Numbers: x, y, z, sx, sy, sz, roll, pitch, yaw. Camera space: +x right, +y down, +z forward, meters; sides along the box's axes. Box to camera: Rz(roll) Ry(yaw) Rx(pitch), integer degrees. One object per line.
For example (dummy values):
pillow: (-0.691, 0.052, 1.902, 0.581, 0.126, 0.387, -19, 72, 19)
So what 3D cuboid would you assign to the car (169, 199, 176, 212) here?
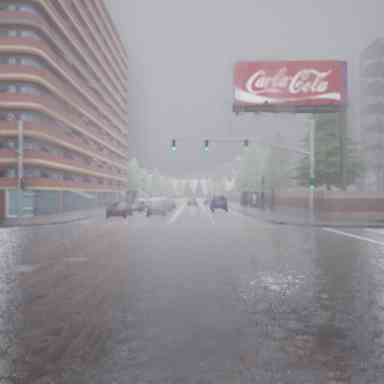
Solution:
car: (-3.569, 1.888, 43.311, 1.994, 1.385, 4.181, 0, 0, 1)

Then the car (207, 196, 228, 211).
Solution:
car: (3.610, 1.563, 45.788, 2.150, 2.045, 5.566, 0, 0, 0)

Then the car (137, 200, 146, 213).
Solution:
car: (-7.077, 1.808, 42.366, 2.128, 1.511, 4.902, 0, 0, 0)

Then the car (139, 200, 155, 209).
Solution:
car: (-7.059, 1.993, 52.528, 1.895, 1.301, 4.718, 0, 0, 0)

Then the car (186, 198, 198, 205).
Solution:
car: (0.017, 2.069, 72.866, 2.128, 1.511, 4.902, 0, 0, -6)

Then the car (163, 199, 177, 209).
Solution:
car: (-3.557, 1.877, 53.464, 1.882, 1.535, 5.008, 0, 0, 0)

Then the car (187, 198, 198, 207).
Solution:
car: (0.115, 1.965, 63.442, 2.128, 1.511, 4.902, 0, 0, 0)

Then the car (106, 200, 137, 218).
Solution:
car: (-7.080, 1.724, 32.900, 1.882, 1.535, 5.008, 0, 0, 0)

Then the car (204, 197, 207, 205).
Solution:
car: (3.516, 1.874, 69.454, 2.097, 1.767, 4.553, 0, 0, 0)

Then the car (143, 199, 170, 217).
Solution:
car: (-3.576, 1.784, 34.552, 1.812, 1.442, 4.674, 0, 0, 0)
